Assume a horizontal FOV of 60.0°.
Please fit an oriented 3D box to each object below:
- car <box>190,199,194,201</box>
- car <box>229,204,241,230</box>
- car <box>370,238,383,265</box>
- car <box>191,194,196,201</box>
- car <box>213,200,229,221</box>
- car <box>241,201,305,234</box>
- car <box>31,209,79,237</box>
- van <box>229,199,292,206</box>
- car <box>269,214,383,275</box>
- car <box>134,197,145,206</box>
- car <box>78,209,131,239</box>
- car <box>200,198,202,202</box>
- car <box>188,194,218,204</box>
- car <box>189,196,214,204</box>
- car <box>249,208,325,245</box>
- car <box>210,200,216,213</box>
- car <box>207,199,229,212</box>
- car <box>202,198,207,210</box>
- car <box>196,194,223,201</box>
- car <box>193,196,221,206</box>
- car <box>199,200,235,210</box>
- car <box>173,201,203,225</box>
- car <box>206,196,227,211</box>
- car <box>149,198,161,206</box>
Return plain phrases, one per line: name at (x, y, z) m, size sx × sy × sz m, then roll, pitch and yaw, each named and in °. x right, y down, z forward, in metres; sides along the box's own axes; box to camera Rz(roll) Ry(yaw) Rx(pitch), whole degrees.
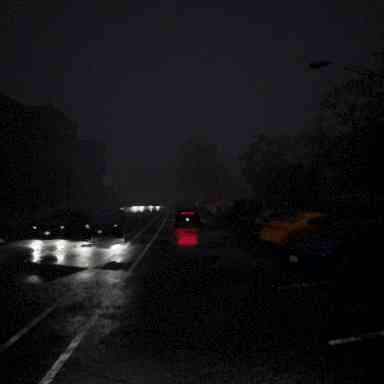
car at (-1.149, 1.917, 41.935) m, size 1.994 × 1.385 × 4.181 m, roll 0°, pitch 0°, yaw -3°
car at (5.059, 1.634, 19.520) m, size 5.008 × 1.535 × 2.097 m, roll 1°, pitch 0°, yaw -22°
car at (5.313, 1.520, 4.666) m, size 4.892 × 1.521 × 2.231 m, roll 1°, pitch 0°, yaw -21°
car at (3.221, 1.572, 55.125) m, size 5.566 × 2.045 × 2.435 m, roll 1°, pitch 1°, yaw -24°
car at (4.766, 1.715, 28.427) m, size 5.008 × 1.535 × 2.097 m, roll 1°, pitch 0°, yaw -22°
car at (5.094, 1.483, 16.548) m, size 4.553 × 1.767 × 2.185 m, roll 1°, pitch -1°, yaw -21°
car at (-7.329, 1.704, 19.324) m, size 2.033 × 1.411 × 5.357 m, roll 0°, pitch -1°, yaw -2°
van at (5.075, 1.436, 22.545) m, size 4.442 × 1.987 × 1.878 m, roll 1°, pitch -1°, yaw -22°
car at (5.208, 1.591, 10.600) m, size 4.792 × 1.488 × 2.163 m, roll 1°, pitch 0°, yaw -21°
car at (-9.596, 1.753, 61.054) m, size 2.128 × 1.511 × 4.902 m, roll 0°, pitch 1°, yaw -4°
car at (-4.517, 1.672, 18.411) m, size 1.812 × 1.442 × 4.674 m, roll 0°, pitch -1°, yaw -1°
car at (4.043, 1.845, 43.269) m, size 4.892 × 1.521 × 2.231 m, roll 1°, pitch 0°, yaw -24°
car at (2.284, 1.407, 67.007) m, size 5.566 × 2.045 × 2.435 m, roll 0°, pitch 1°, yaw -25°
car at (1.978, 1.611, 69.955) m, size 4.892 × 1.521 × 2.231 m, roll 0°, pitch 1°, yaw -26°
car at (5.181, 1.585, 13.584) m, size 5.008 × 1.535 × 2.097 m, roll 1°, pitch -1°, yaw -21°
car at (4.628, 1.742, 31.402) m, size 5.008 × 1.535 × 2.097 m, roll 1°, pitch -1°, yaw -23°
car at (4.674, 1.769, 34.442) m, size 5.366 × 1.575 × 1.946 m, roll 1°, pitch -1°, yaw -23°
car at (4.197, 1.823, 40.303) m, size 5.008 × 1.535 × 2.097 m, roll 1°, pitch -1°, yaw -23°
car at (3.882, 1.603, 46.256) m, size 5.566 × 2.045 × 2.435 m, roll 1°, pitch 0°, yaw -24°
car at (2.802, 1.627, 61.084) m, size 4.553 × 1.767 × 2.185 m, roll 0°, pitch 1°, yaw -25°
car at (3.687, 1.884, 49.225) m, size 4.792 × 1.488 × 2.163 m, roll 1°, pitch 0°, yaw -24°
car at (-0.391, 1.711, 25.693) m, size 1.837 × 1.490 × 4.892 m, roll 0°, pitch -1°, yaw -2°
car at (4.388, 1.672, 37.343) m, size 4.553 × 1.767 × 2.185 m, roll 1°, pitch 0°, yaw -23°
car at (-6.754, 1.831, 60.579) m, size 1.994 × 1.385 × 4.181 m, roll 0°, pitch 1°, yaw -4°
